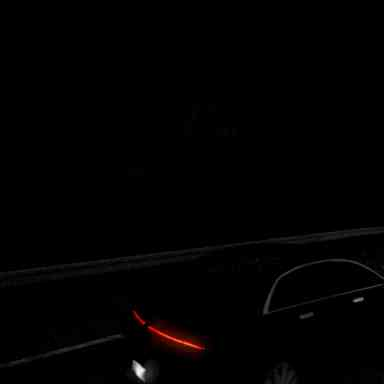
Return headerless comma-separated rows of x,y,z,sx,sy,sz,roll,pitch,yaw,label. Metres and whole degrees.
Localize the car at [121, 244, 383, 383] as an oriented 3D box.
1.462,1.505,4.678,4.892,1.490,1.837,0,0,-35,car
